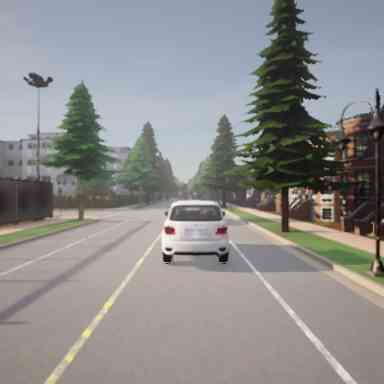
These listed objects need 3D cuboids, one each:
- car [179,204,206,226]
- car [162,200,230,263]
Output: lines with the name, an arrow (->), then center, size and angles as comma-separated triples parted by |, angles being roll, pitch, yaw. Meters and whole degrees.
car -> -0.056, 1.700, 25.966 | 1.812, 1.442, 4.674 | 0, 0, -3
car -> 0.115, 1.309, 12.485 | 2.150, 2.045, 5.566 | 0, 0, 0
